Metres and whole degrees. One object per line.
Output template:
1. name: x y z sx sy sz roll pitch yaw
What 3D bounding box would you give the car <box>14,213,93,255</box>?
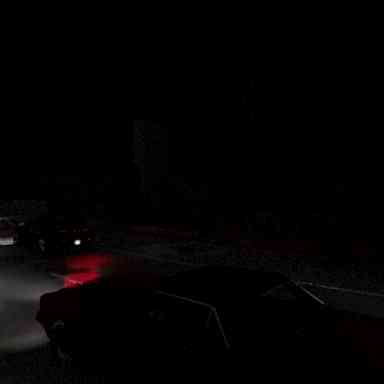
1. car: -5.994 1.649 14.156 4.892 1.490 1.837 -1 0 45

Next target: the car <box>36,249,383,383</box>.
1. car: 0.076 1.632 4.104 4.718 1.301 1.895 -1 -1 37

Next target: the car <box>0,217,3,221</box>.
1. car: -18.298 1.890 29.816 1.812 1.442 4.674 0 0 -32
